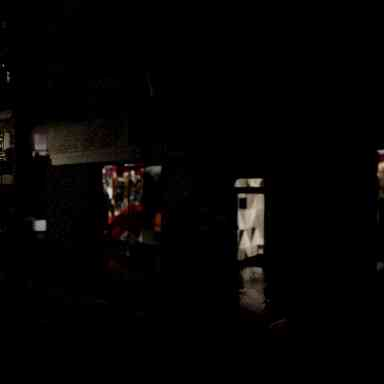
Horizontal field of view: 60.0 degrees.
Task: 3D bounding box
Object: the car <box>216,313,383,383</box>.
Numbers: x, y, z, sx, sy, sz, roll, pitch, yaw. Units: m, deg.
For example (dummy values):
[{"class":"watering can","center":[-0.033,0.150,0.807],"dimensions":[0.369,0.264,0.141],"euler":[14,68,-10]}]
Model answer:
[{"class":"car","center":[2.342,1.307,1.187],"dimensions":[5.009,1.841,2.192],"euler":[0,1,36]}]
